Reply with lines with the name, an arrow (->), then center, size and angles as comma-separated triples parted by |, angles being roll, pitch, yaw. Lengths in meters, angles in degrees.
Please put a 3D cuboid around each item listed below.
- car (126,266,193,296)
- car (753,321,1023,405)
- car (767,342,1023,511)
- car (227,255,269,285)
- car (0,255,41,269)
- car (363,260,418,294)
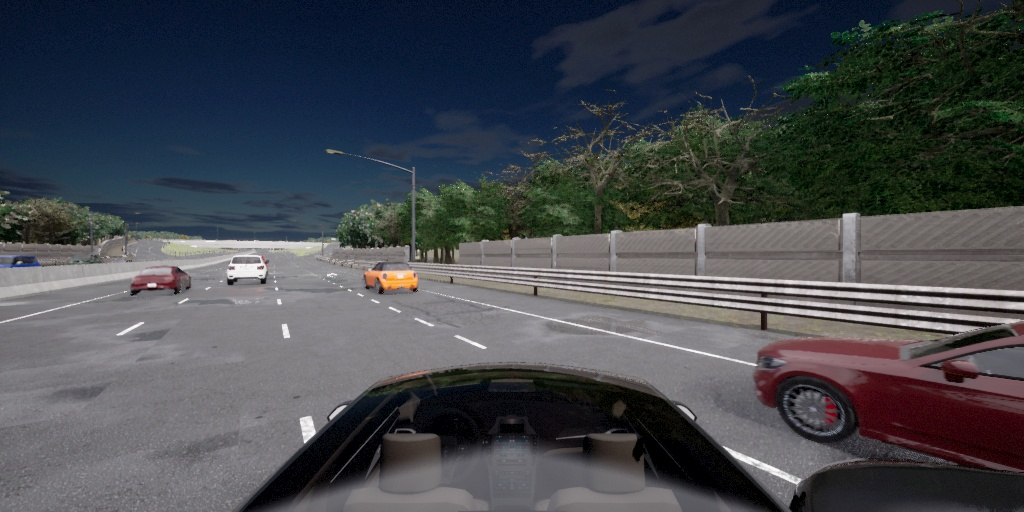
car -> -18.980, 1.265, 19.514 | 1.812, 1.442, 4.674 | 0, 0, -34
car -> 4.832, 1.277, 3.070 | 1.812, 1.442, 4.674 | 0, 0, -34
car -> 2.984, 1.315, 0.521 | 4.181, 1.385, 1.994 | 0, 0, 34
car -> -19.289, 0.957, 26.244 | 2.150, 2.045, 5.566 | 0, 0, -34
car -> -35.526, 0.946, 24.954 | 2.150, 2.045, 5.566 | 0, 0, -34
car -> -7.072, 1.099, 20.637 | 2.097, 1.767, 4.553 | 0, 0, -34
